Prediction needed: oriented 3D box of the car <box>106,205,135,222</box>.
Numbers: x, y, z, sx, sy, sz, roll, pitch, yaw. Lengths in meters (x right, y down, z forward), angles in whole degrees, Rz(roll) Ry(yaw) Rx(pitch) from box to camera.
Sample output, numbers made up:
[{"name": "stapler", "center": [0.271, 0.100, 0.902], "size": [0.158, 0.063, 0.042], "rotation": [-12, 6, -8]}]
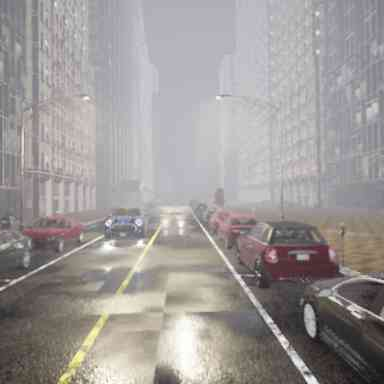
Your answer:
[{"name": "car", "center": [-6.759, 1.984, 31.898], "size": [1.887, 1.381, 4.507], "rotation": [0, -1, -2]}]

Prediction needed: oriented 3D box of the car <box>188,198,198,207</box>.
[{"name": "car", "center": [0.792, 2.128, 55.087], "size": [1.752, 1.417, 4.829], "rotation": [0, -1, -2]}]

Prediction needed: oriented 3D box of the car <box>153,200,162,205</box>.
[{"name": "car", "center": [-8.600, 2.594, 83.063], "size": [2.008, 1.369, 4.403], "rotation": [0, -1, -2]}]

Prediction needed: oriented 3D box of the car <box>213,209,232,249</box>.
[{"name": "car", "center": [2.230, 1.683, 15.123], "size": [1.887, 1.381, 4.507], "rotation": [0, -1, -2]}]

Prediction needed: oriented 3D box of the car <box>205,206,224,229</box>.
[{"name": "car", "center": [2.026, 1.785, 20.807], "size": [1.802, 1.307, 4.206], "rotation": [0, -1, -2]}]

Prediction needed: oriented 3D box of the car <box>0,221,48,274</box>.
[{"name": "car", "center": [-5.941, 1.729, 9.157], "size": [2.008, 1.369, 4.403], "rotation": [0, -1, -2]}]

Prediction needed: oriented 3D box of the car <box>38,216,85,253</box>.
[{"name": "car", "center": [-6.145, 1.787, 14.842], "size": [1.887, 1.381, 4.507], "rotation": [0, -1, -2]}]

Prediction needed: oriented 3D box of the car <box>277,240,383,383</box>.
[{"name": "car", "center": [2.639, 1.559, 3.753], "size": [2.008, 1.369, 4.403], "rotation": [0, -1, -2]}]

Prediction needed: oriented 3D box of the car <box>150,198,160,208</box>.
[{"name": "car", "center": [-7.986, 2.390, 66.008], "size": [2.008, 1.369, 4.403], "rotation": [0, -1, -2]}]

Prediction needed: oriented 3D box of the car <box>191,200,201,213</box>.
[{"name": "car", "center": [1.208, 2.033, 43.546], "size": [1.947, 1.339, 4.313], "rotation": [0, -1, -2]}]

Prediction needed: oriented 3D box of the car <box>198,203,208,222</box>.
[{"name": "car", "center": [1.821, 1.819, 26.493], "size": [2.008, 1.369, 4.403], "rotation": [0, -1, -2]}]

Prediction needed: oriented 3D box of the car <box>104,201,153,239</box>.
[{"name": "car", "center": [-3.624, 1.609, 19.146], "size": [2.097, 1.767, 4.553], "rotation": [-1, -1, -3]}]

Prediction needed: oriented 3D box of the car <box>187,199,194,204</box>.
[{"name": "car", "center": [-0.429, 2.589, 89.026], "size": [1.802, 1.307, 4.206], "rotation": [0, -1, -2]}]

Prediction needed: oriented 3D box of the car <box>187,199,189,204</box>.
[{"name": "car", "center": [0.388, 2.050, 66.289], "size": [2.192, 1.841, 5.009], "rotation": [0, -1, -2]}]

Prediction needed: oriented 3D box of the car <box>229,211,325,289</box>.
[{"name": "car", "center": [2.433, 1.514, 9.438], "size": [1.967, 1.590, 4.097], "rotation": [0, -1, -2]}]

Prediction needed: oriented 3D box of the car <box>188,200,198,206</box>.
[{"name": "car", "center": [0.185, 2.347, 71.972], "size": [1.887, 1.381, 4.507], "rotation": [0, -1, -2]}]
